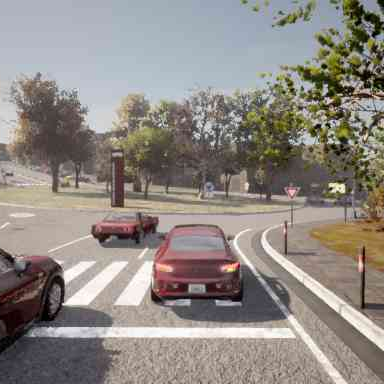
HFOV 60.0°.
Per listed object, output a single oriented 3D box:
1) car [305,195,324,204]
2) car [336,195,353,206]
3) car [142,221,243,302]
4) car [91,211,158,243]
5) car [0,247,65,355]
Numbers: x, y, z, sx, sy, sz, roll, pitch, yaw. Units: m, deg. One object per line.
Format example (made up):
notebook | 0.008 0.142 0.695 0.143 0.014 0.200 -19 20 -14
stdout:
car | 18.014 1.035 49.102 1.895 1.301 4.718 0 2 8
car | 20.914 1.088 45.595 2.033 1.411 5.357 1 2 17
car | 0.105 1.498 8.074 1.812 1.442 4.674 0 0 0
car | -2.885 1.511 15.529 1.895 1.301 4.718 0 1 7
car | -3.399 1.343 4.326 2.097 1.767 4.553 0 0 0
